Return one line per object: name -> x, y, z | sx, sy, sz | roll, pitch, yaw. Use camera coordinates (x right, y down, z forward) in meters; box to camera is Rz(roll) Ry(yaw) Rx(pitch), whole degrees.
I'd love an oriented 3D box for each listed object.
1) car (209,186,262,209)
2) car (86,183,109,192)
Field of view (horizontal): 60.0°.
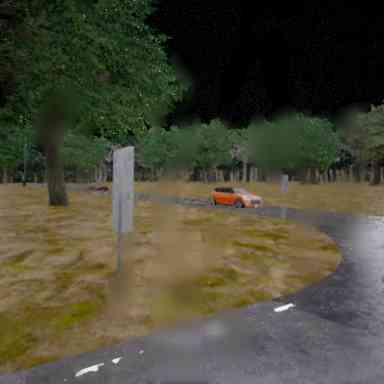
car -> 3.464, 0.380, 26.651 | 2.097, 1.767, 4.553 | 1, 2, -38
car -> -13.786, -0.669, 48.558 | 1.895, 1.301, 4.718 | 1, 2, -38
